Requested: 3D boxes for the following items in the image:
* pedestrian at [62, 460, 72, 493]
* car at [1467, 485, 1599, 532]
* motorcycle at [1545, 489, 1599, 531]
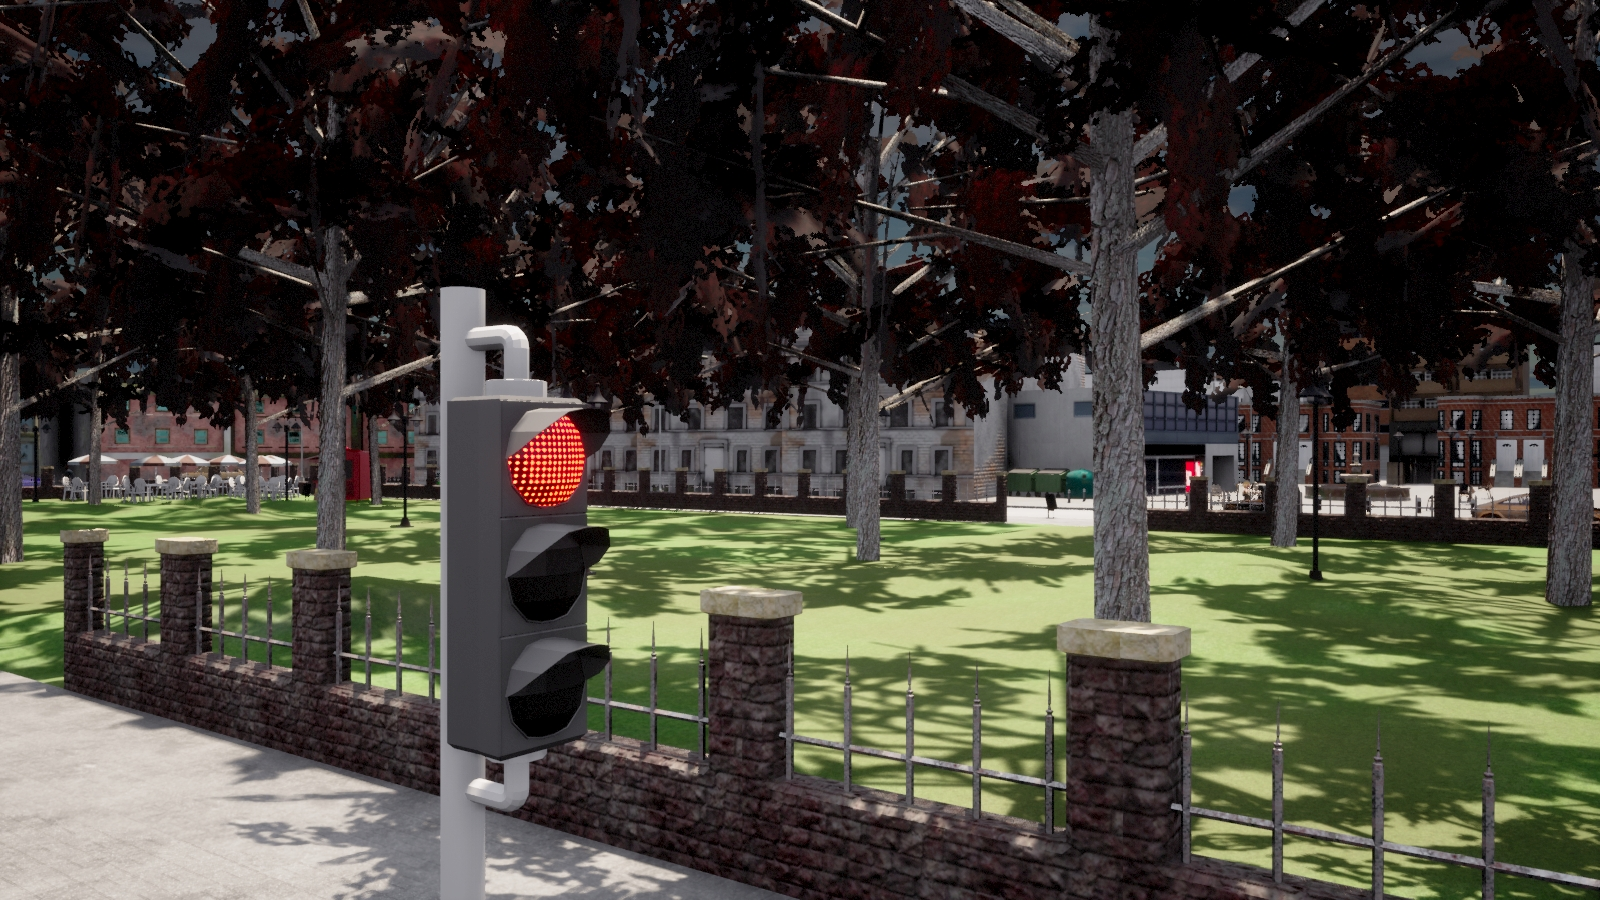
[{"bbox_3d":[-42.360,1.525,66.063,0.375,1.860,0.375,0,0,34],"label":"pedestrian"},{"bbox_3d":[24.491,1.899,37.604,4.181,1.385,1.994,0,0,37],"label":"car"},{"bbox_3d":[25.489,1.950,36.881,2.356,1.277,0.764,0,0,36],"label":"motorcycle"}]
